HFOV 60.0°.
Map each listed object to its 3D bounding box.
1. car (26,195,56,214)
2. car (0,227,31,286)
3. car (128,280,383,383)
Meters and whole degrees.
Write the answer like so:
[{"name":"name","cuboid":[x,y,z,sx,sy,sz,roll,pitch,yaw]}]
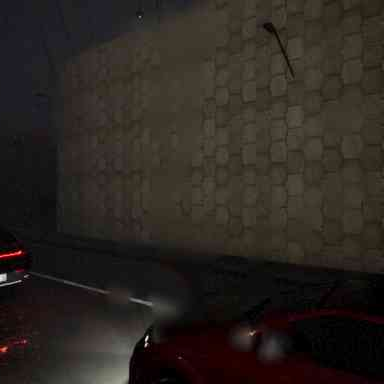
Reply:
[{"name":"car","cuboid":[-12.921,1.061,31.037,2.128,1.511,4.902,0,5,35]},{"name":"car","cuboid":[-5.855,1.505,8.171,4.892,1.490,1.837,0,0,36]},{"name":"car","cuboid":[1.394,1.564,2.997,4.181,1.385,1.994,0,0,36]}]
